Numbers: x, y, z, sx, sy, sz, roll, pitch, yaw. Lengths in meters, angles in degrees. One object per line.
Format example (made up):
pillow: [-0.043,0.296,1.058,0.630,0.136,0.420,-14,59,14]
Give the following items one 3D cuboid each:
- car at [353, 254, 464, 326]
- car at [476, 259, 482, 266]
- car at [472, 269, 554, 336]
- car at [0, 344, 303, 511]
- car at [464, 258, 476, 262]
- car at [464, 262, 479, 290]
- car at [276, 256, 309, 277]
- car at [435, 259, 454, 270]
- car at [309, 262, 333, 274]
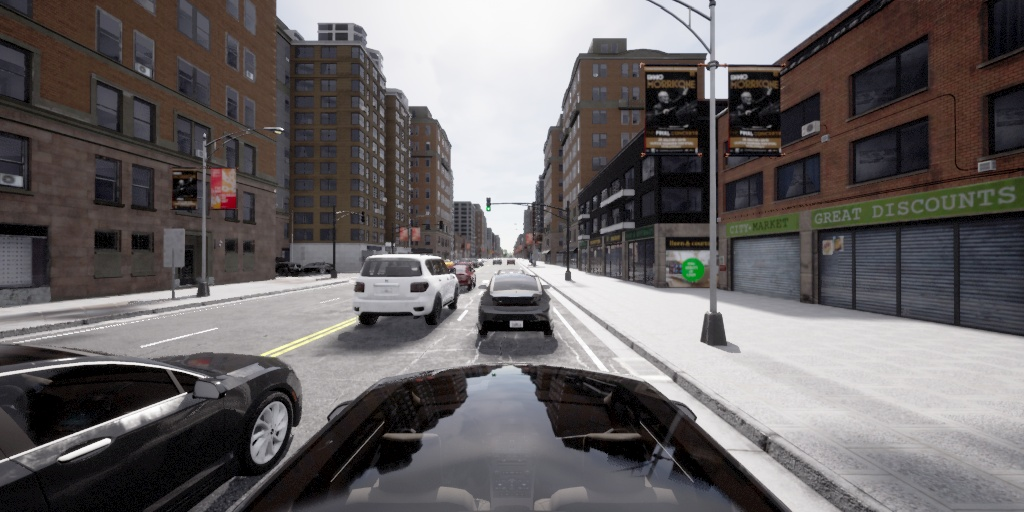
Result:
car: [-3.181,0.973,11.848,2.150,2.045,5.566,0,0,1]
car: [-6.742,1.127,60.031,2.097,1.767,4.553,0,0,0]
car: [0.079,1.256,10.362,1.837,1.490,4.892,0,0,0]
car: [-3.154,1.255,1.877,1.837,1.490,4.892,0,0,0]
car: [-6.733,1.120,51.153,2.097,1.767,4.553,0,0,0]
car: [-3.291,1.278,22.325,1.812,1.442,4.674,0,0,-1]
car: [-23.581,0.973,35.170,5.566,2.045,2.150,0,0,0]
car: [-9.989,1.247,53.454,1.882,1.535,5.008,0,0,0]
car: [-22.257,1.346,40.648,4.313,1.339,1.948,0,0,0]
